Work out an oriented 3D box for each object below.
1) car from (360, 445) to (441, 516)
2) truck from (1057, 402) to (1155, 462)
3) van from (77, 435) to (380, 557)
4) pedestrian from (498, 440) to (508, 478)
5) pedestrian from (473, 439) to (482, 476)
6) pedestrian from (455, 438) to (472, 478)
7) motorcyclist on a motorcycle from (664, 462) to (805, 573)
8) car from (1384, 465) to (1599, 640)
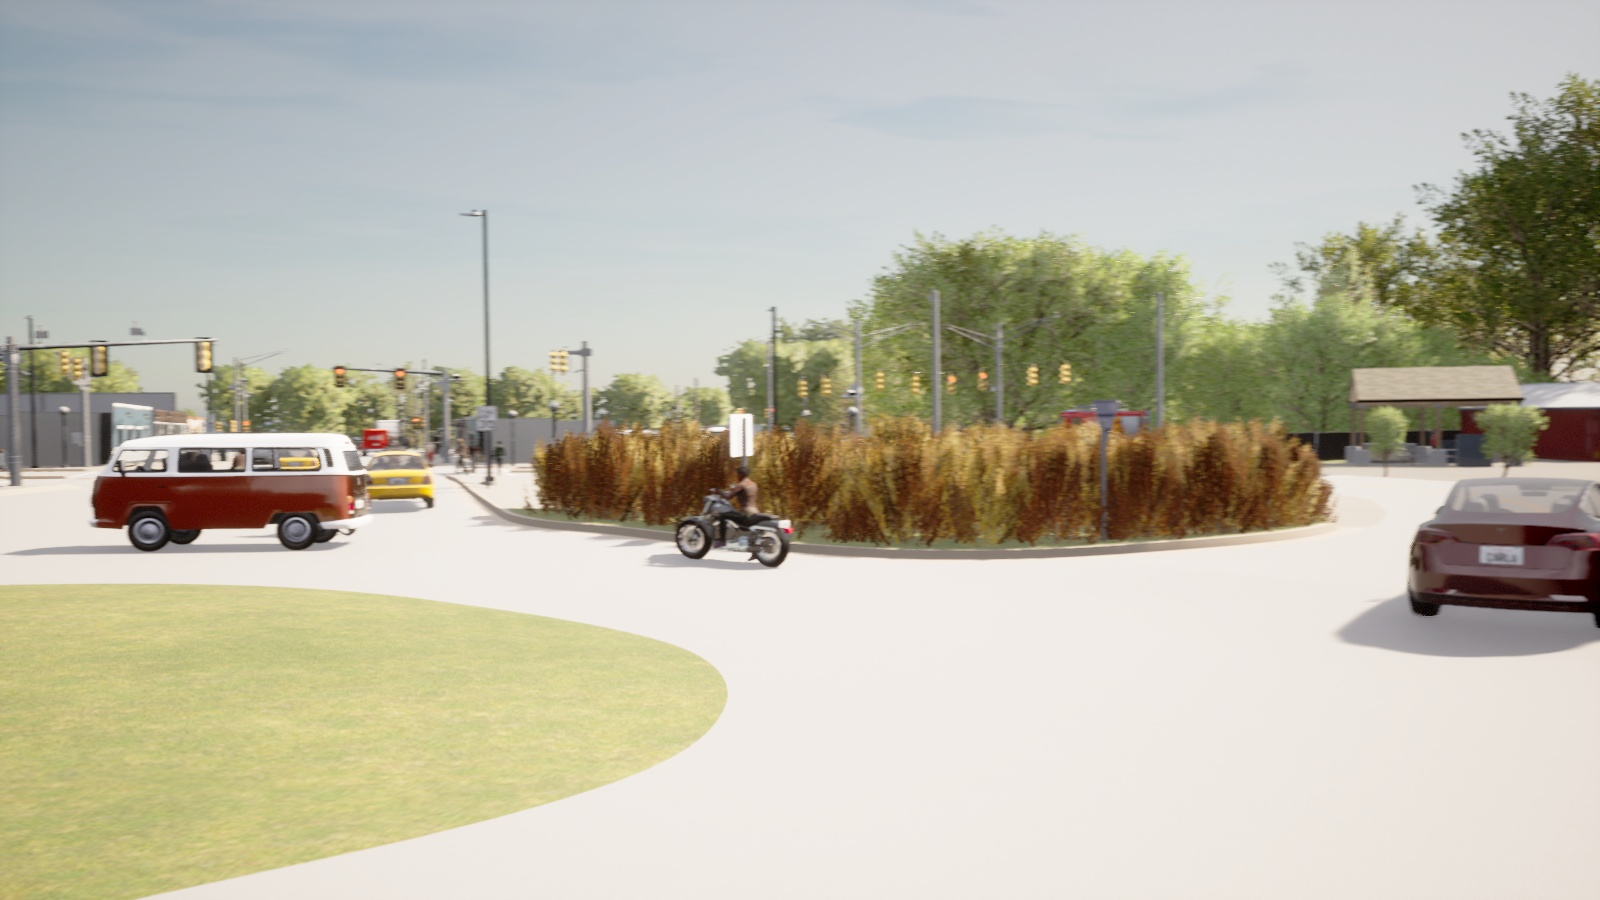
[{"bbox_3d":[-10.415,0.711,32.667,1.801,1.575,5.366,-1,2,-18],"label":"car"},{"bbox_3d":[20.621,-1.242,85.194,2.891,3.827,8.468,-2,1,-13],"label":"truck"},{"bbox_3d":[-10.057,0.760,22.419,4.480,2.038,2.069,0,0,-6],"label":"van"},{"bbox_3d":[-14.697,0.432,62.168,0.353,1.847,0.614,-1,2,-7],"label":"pedestrian"},{"bbox_3d":[-17.031,0.413,66.254,0.402,1.930,0.666,-1,2,-16],"label":"pedestrian"},{"bbox_3d":[-15.735,0.379,58.732,0.634,1.846,0.331,-3,2,-43],"label":"pedestrian"},{"bbox_3d":[-1.100,1.067,20.641,2.350,1.649,0.766,2,2,36],"label":"motorcyclist on a motorcycle"},{"bbox_3d":[8.289,0.985,14.130,2.163,1.488,4.792,-1,1,37],"label":"car"}]
